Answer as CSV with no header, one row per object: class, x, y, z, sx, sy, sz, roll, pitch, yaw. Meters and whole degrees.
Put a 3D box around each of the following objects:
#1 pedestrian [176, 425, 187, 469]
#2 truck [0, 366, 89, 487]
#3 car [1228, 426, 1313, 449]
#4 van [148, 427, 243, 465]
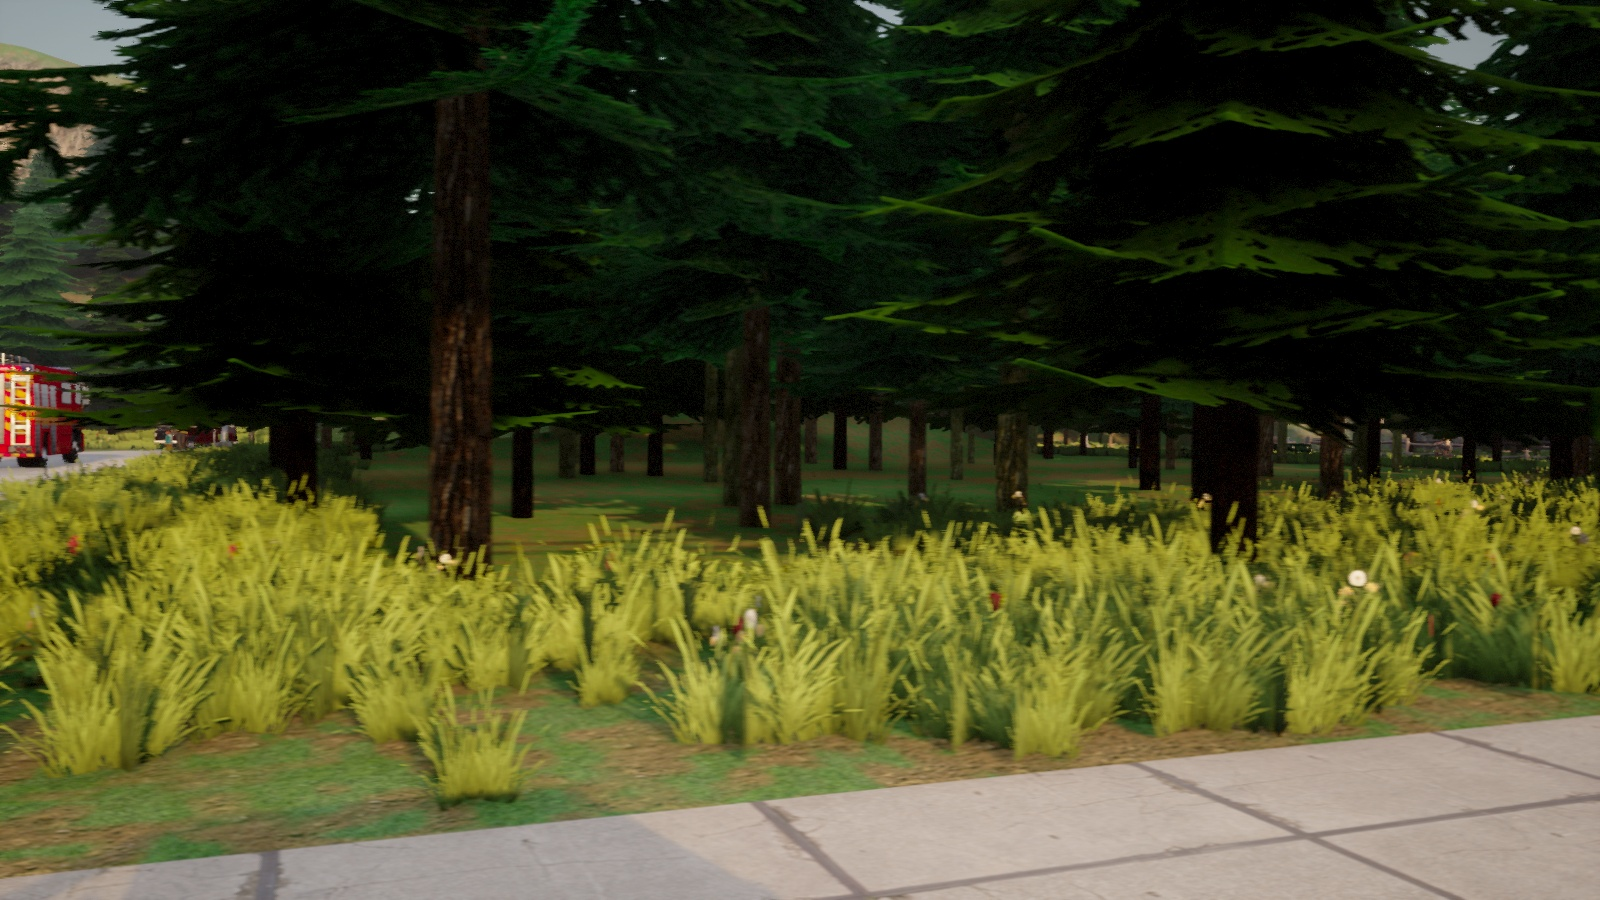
pedestrian,-26.122,-0.138,53.021,0.370,1.835,0.726,-1,1,-25
truck,-27.219,-0.793,43.678,2.891,3.827,8.468,-1,1,-20
car,28.433,-0.771,76.029,1.895,1.301,4.718,-1,1,-28
van,-33.608,-0.268,69.932,2.069,2.038,4.480,0,1,22
